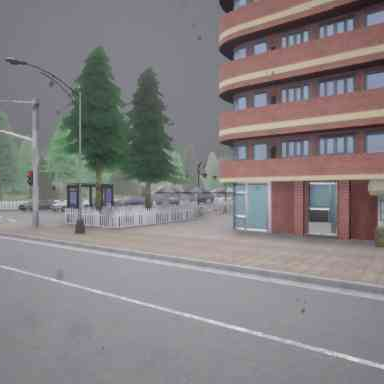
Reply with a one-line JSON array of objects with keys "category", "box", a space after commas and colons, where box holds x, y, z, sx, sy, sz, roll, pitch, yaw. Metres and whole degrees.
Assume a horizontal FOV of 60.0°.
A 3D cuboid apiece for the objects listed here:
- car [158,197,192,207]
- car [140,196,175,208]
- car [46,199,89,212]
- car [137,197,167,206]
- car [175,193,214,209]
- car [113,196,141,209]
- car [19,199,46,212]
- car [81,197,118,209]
[{"category": "car", "box": [-2.565, 1.492, 51.949, 5.357, 1.411, 2.033, 0, 0, -45]}, {"category": "car", "box": [-4.061, 1.436, 44.457, 2.128, 1.511, 4.902, 0, 0, 38]}, {"category": "car", "box": [-13.574, 1.470, 37.588, 1.812, 1.442, 4.674, 0, 0, 36]}, {"category": "car", "box": [-6.322, 1.470, 52.743, 1.812, 1.442, 4.674, 0, 0, 42]}, {"category": "car", "box": [0.402, 1.296, 44.428, 2.097, 1.767, 4.553, 0, 0, 39]}, {"category": "car", "box": [-8.243, 1.297, 44.844, 2.097, 1.767, 4.553, 0, 0, 38]}, {"category": "car", "box": [-17.492, 1.508, 38.101, 1.994, 1.385, 4.181, 0, 0, 36]}, {"category": "car", "box": [-12.467, 1.470, 45.076, 1.812, 1.442, 4.674, 0, 0, 37]}]
